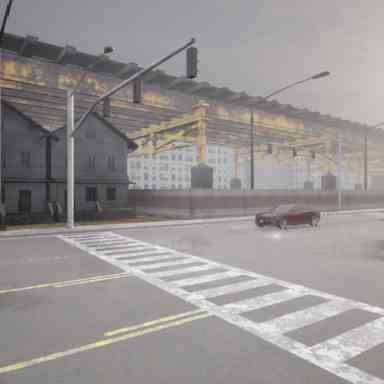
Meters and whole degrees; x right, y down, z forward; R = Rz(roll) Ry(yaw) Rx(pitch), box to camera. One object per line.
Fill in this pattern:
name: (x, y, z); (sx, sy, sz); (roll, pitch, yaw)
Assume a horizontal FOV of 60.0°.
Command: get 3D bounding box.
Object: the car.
car: (6.176, 1.477, 21.276); (5.008, 1.535, 1.882); (0, 0, -35)
